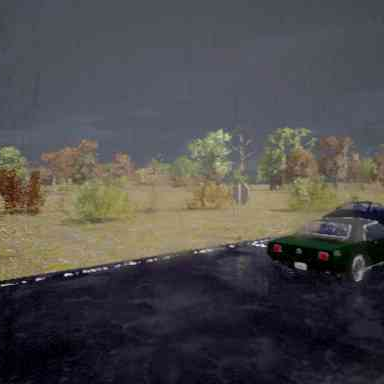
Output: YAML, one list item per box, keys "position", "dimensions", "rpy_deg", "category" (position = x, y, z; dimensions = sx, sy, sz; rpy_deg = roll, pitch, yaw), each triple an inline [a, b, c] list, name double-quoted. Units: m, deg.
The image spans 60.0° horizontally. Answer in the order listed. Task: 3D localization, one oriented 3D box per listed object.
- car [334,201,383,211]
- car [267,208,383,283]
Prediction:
- position: [7.703, 1.135, 15.271]
  dimensions: [4.181, 1.385, 1.994]
  rpy_deg: [-2, 1, -37]
  category: "car"
- position: [4.242, 1.347, 8.944]
  dimensions: [4.718, 1.301, 1.895]
  rpy_deg: [-2, 1, -37]
  category: "car"
